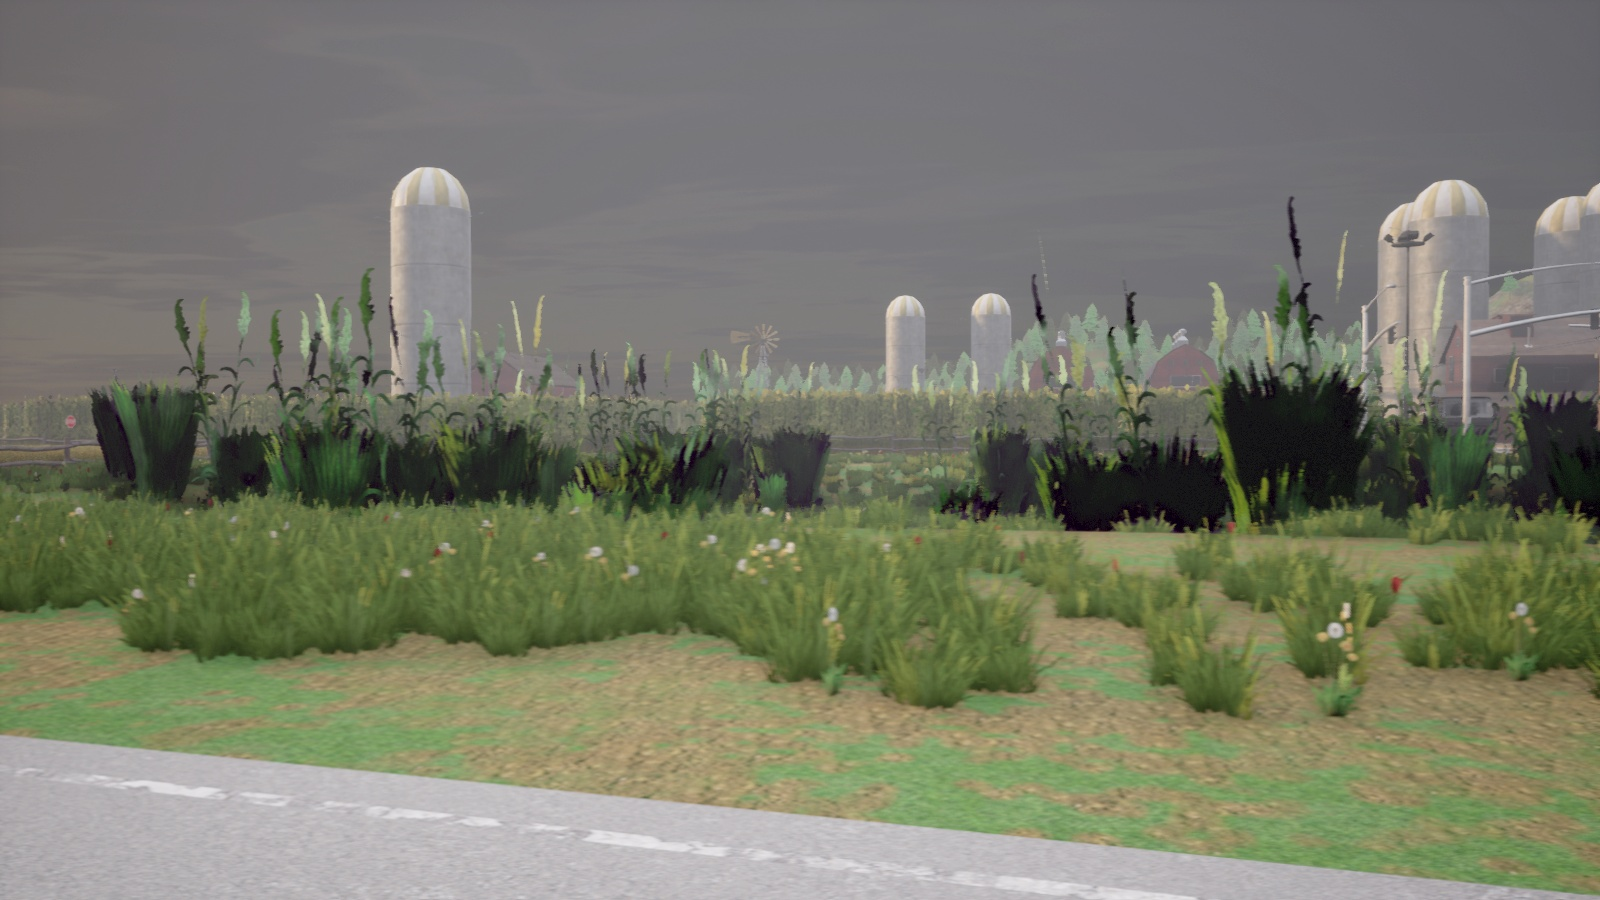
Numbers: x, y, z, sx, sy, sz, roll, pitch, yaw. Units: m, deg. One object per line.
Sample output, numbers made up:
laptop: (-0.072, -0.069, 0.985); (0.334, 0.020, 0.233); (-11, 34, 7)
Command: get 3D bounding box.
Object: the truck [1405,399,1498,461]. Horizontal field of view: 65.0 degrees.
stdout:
truck: (38.269, -1.181, 74.092); (2.891, 3.462, 7.936); (1, 1, 13)
